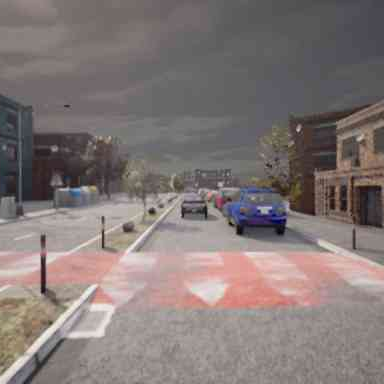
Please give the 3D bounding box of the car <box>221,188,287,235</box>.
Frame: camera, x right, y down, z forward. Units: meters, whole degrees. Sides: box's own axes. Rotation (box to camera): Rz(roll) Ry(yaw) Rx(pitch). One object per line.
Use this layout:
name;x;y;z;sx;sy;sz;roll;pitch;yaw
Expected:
car;3.038;0.866;16.556;2.435;2.045;5.566;0;1;0

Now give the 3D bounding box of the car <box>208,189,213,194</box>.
car;3.082;0.779;33.086;2.231;1.521;4.892;0;1;0

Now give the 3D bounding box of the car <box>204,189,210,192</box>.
car;3.108;0.452;44.099;2.185;1.767;4.553;0;1;0

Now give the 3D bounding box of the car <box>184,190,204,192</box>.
car;0.206;0.748;41.871;1.895;1.301;4.718;0;1;0

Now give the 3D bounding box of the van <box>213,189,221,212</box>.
van;3.067;0.658;27.685;1.878;1.987;4.442;0;1;0

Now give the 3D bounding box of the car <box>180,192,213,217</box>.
car;0.161;0.974;24.353;2.128;1.511;4.902;0;1;0

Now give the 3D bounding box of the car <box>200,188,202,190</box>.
car;3.151;0.174;60.787;2.185;1.767;4.553;0;1;0
